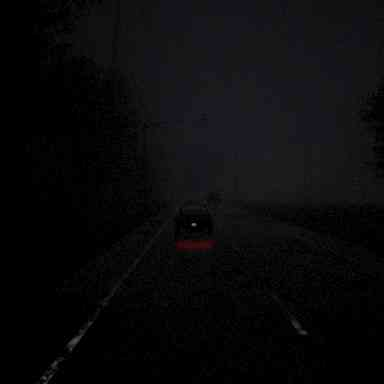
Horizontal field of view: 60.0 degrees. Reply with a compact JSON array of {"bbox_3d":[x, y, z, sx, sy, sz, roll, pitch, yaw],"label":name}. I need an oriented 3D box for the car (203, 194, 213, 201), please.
[{"bbox_3d":[3.502,1.223,73.514,1.812,1.442,4.674,0,0,0],"label":"car"}]

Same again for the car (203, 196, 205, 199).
[{"bbox_3d":[0.099,1.413,36.382,1.994,1.385,4.181,0,0,0],"label":"car"}]

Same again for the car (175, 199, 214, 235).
[{"bbox_3d":[0.097,1.401,18.334,1.882,1.535,5.008,0,0,0],"label":"car"}]

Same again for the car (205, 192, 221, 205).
[{"bbox_3d":[3.593,0.998,54.544,2.150,2.045,5.566,0,1,0],"label":"car"}]
